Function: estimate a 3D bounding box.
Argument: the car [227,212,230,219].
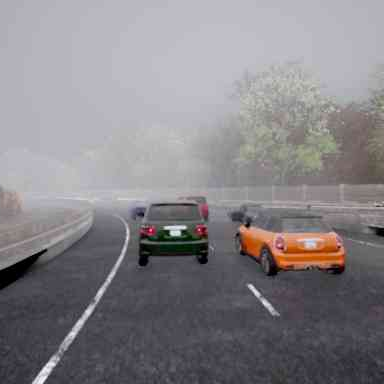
[{"bbox_3d":[4.204,1.625,24.069,2.033,1.411,5.357,0,0,-12],"label":"car"}]

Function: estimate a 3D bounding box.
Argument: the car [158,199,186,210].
[{"bbox_3d":[-2.919,1.698,47.079,1.994,1.385,4.181,0,0,-36],"label":"car"}]

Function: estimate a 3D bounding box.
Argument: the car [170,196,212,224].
[{"bbox_3d":[-0.247,1.331,27.517,2.150,2.045,5.566,0,0,-15],"label":"car"}]

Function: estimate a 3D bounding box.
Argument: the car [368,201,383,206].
[{"bbox_3d":[14.786,1.482,25.908,4.902,1.511,2.128,-1,0,42],"label":"car"}]

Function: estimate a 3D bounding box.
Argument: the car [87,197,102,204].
[{"bbox_3d":[-21.863,1.905,74.751,1.812,1.442,4.674,0,0,-43],"label":"car"}]

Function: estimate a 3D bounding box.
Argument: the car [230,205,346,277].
[{"bbox_3d":[2.828,1.383,10.601,2.097,1.767,4.553,0,0,-5],"label":"car"}]

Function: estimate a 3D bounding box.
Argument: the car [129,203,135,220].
[{"bbox_3d":[-4.527,1.616,29.728,1.882,1.535,5.008,0,0,-16],"label":"car"}]

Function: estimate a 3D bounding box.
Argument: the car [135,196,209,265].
[{"bbox_3d":[-0.786,1.274,12.143,2.150,2.045,5.566,0,0,-7],"label":"car"}]
